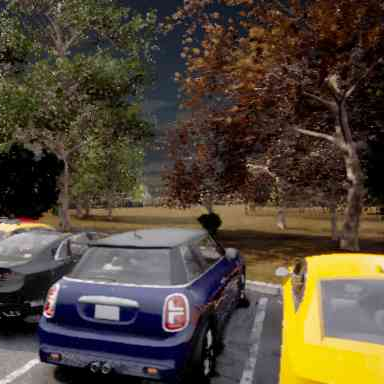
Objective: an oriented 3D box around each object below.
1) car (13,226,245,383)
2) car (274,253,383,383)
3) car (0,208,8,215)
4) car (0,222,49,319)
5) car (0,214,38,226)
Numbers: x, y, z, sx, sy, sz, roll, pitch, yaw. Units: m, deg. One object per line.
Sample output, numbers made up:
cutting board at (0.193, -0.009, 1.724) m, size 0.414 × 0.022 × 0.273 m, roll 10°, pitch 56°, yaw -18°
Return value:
car at (-0.354, 1.391, 5.737) m, size 2.185 × 1.767 × 4.553 m, roll 0°, pitch -1°, yaw 16°
car at (2.055, 1.493, 4.023) m, size 2.097 × 1.535 × 5.008 m, roll 0°, pitch -1°, yaw 16°
car at (-7.524, 1.339, 11.065) m, size 2.435 × 2.045 × 5.566 m, roll 0°, pitch -1°, yaw 17°
car at (-2.748, 1.542, 7.506) m, size 2.231 × 1.521 × 4.892 m, roll 0°, pitch -1°, yaw 16°
car at (-5.186, 1.560, 9.089) m, size 1.946 × 1.575 × 5.366 m, roll 0°, pitch -1°, yaw 16°
